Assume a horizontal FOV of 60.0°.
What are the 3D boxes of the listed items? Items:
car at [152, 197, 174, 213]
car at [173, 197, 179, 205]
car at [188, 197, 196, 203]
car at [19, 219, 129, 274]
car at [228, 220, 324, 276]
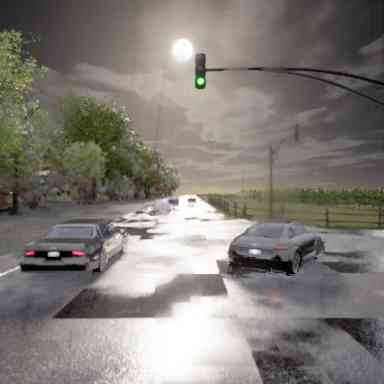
[{"bbox_3d":[-3.390,1.654,38.347,1.812,1.442,4.674,0,0,0],"label":"car"},{"bbox_3d":[-3.406,1.681,62.197,1.882,1.535,5.008,0,0,0],"label":"car"},{"bbox_3d":[-0.007,1.851,79.016,1.895,1.301,4.718,0,0,0],"label":"car"},{"bbox_3d":[-3.401,1.585,10.678,2.033,1.411,5.357,0,0,0],"label":"car"},{"bbox_3d":[2.805,1.602,10.733,1.994,1.385,4.181,-1,-1,33],"label":"car"}]
